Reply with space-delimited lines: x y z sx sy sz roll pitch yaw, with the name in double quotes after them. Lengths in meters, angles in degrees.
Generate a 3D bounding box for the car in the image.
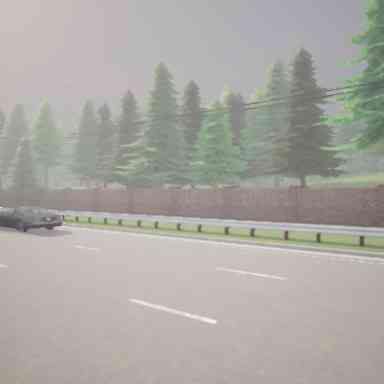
-9.864 1.538 19.601 5.357 1.411 2.033 0 0 35 "car"
